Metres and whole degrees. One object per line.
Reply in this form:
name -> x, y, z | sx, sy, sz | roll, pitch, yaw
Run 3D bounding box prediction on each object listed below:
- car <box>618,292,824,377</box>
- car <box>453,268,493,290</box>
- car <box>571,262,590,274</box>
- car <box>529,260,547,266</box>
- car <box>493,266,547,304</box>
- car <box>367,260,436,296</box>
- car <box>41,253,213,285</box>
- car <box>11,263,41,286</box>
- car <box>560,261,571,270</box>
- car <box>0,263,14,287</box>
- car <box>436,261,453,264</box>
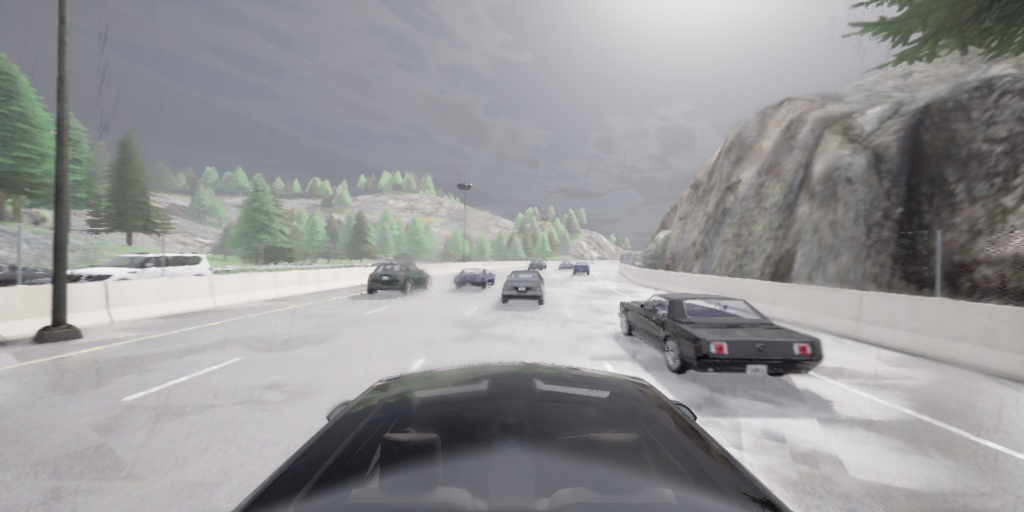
car -> 3.697, 1.408, 7.539 | 1.895, 1.301, 4.718 | 1, 0, 2
car -> -2.253, 1.415, 23.096 | 1.895, 1.301, 4.718 | 0, 0, 7
car -> 8.813, 1.481, 45.177 | 1.882, 1.535, 5.008 | 0, 0, 13
car -> 3.974, 1.346, 54.283 | 2.097, 1.767, 4.553 | 1, 0, 16
car -> 0.612, 1.363, 16.712 | 2.033, 1.411, 5.357 | 0, 0, 5
car -> -6.051, 1.117, 19.782 | 2.097, 1.767, 4.553 | 1, 0, 5
car -> -17.027, 0.872, 16.709 | 2.150, 2.045, 5.566 | 1, 0, 4
car -> -20.428, 1.174, 18.173 | 2.033, 1.411, 5.357 | 0, 0, 5
car -> 9.458, 1.620, 61.094 | 2.033, 1.411, 5.357 | 0, 0, 19
car -> -24.048, 1.078, 16.317 | 2.128, 1.511, 4.902 | 1, 0, 4
car -> -10.092, 1.475, 56.545 | 1.895, 1.301, 4.718 | 0, 0, 16
